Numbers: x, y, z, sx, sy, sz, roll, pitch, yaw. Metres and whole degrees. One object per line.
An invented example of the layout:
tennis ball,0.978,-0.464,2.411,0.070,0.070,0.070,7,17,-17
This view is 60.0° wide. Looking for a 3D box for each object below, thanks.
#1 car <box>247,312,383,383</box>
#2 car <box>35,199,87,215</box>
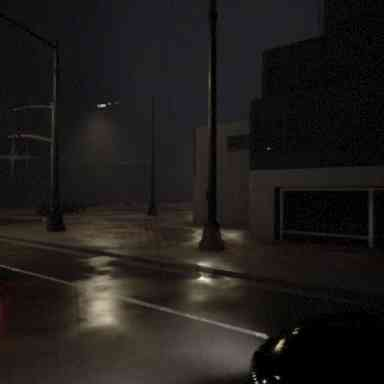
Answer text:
car,2.710,1.507,2.067,4.892,1.490,1.837,0,-1,36
car,-12.462,1.468,31.947,1.837,1.490,4.892,0,0,36
